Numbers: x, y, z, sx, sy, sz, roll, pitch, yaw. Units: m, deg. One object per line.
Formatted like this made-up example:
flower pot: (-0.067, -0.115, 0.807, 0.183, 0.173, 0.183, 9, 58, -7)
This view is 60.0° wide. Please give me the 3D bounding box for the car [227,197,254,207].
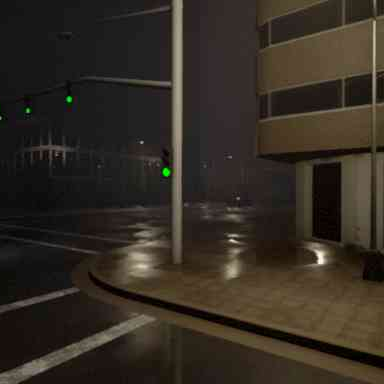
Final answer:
car: (7.101, 1.448, 48.450, 2.033, 1.411, 5.357, 0, 0, 37)
